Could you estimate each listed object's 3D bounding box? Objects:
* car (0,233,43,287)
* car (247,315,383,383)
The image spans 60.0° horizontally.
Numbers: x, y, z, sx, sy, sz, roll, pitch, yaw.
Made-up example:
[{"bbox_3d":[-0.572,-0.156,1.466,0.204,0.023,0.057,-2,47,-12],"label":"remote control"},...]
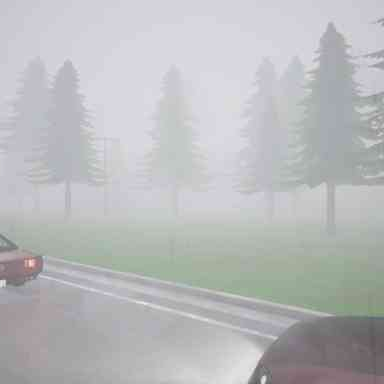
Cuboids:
[{"bbox_3d":[-5.751,1.601,8.085,4.718,1.301,1.895,0,0,35],"label":"car"},{"bbox_3d":[2.458,1.564,2.239,4.181,1.385,1.994,0,0,36],"label":"car"}]
